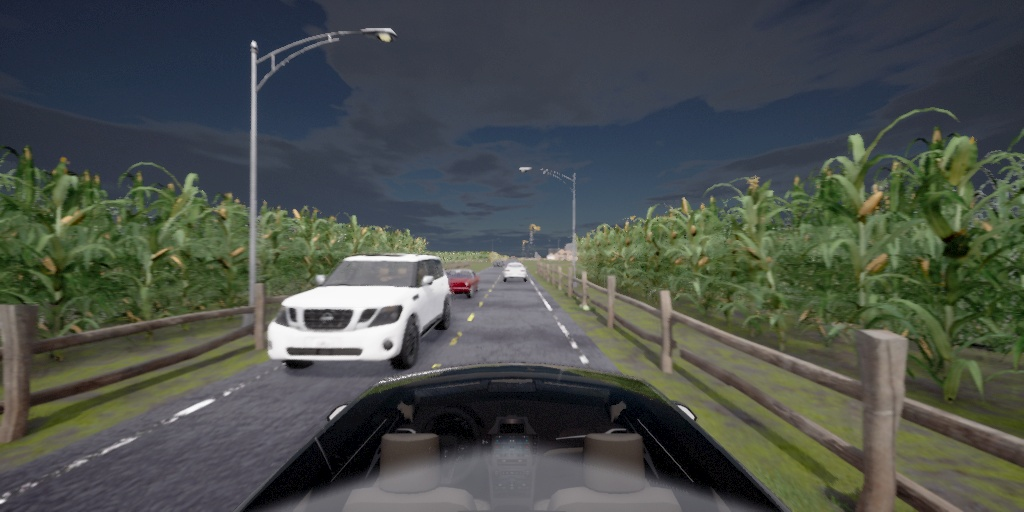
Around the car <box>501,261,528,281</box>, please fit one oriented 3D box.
[{"bbox_3d":[0.264,1.291,30.048,1.812,1.442,4.674,0,0,0],"label":"car"}]

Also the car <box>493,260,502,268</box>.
[{"bbox_3d":[-2.363,1.360,64.396,1.994,1.385,4.181,0,0,1],"label":"car"}]

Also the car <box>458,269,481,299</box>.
[{"bbox_3d":[-2.743,1.340,18.316,1.895,1.301,4.718,0,0,0],"label":"car"}]

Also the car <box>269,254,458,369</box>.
[{"bbox_3d":[-2.817,0.958,8.157,2.150,2.045,5.566,0,0,0],"label":"car"}]
